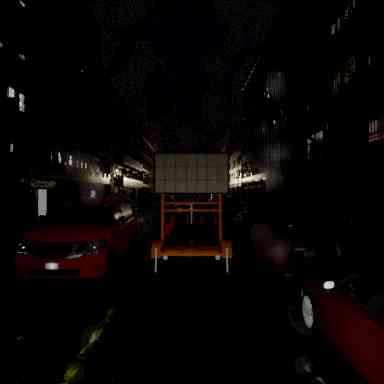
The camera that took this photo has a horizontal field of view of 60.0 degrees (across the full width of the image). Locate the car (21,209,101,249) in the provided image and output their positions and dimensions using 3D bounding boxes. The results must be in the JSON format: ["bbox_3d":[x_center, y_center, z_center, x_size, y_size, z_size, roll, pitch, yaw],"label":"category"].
[{"bbox_3d":[-5.711,1.565,15.152,1.947,1.339,4.313,0,0,0],"label":"car"}]

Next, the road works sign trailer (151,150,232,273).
[{"bbox_3d":[-0.015,0.464,10.654,2.380,3.560,2.880,0,0,0],"label":"road works sign trailer"}]

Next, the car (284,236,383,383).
[{"bbox_3d":[2.687,1.545,3.889,1.887,1.381,4.507,0,0,0],"label":"car"}]

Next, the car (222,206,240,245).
[{"bbox_3d":[2.670,1.550,15.161,2.008,1.369,4.403,0,0,0],"label":"car"}]

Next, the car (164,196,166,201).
[{"bbox_3d":[-5.771,1.570,54.608,1.802,1.307,4.206,0,0,0],"label":"car"}]

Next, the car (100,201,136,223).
[{"bbox_3d":[-5.728,1.523,26.255,1.752,1.417,4.829,0,0,0],"label":"car"}]

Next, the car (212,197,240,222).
[{"bbox_3d":[2.654,1.312,26.435,2.192,1.841,5.009,0,0,0],"label":"car"}]

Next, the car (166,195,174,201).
[{"bbox_3d":[-5.821,1.516,88.427,1.887,1.381,4.507,0,0,0],"label":"car"}]

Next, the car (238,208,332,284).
[{"bbox_3d":[2.679,1.440,9.526,1.967,1.590,4.097,0,0,0],"label":"car"}]

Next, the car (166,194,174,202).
[{"bbox_3d":[-5.803,1.292,77.154,2.192,1.841,5.009,0,0,0],"label":"car"}]

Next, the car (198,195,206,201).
[{"bbox_3d":[2.559,1.516,88.435,1.887,1.381,4.507,0,0,0],"label":"car"}]

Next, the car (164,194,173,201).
[{"bbox_3d":[-5.813,1.414,82.789,1.967,1.590,4.097,0,0,0],"label":"car"}]

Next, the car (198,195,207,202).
[{"bbox_3d":[2.576,1.503,77.332,1.752,1.417,4.829,0,0,0],"label":"car"}]

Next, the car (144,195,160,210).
[{"bbox_3d":[-5.753,1.432,43.335,1.967,1.590,4.097,0,0,0],"label":"car"}]

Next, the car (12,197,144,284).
[{"bbox_3d":[-3.010,1.217,9.930,2.150,2.045,5.566,0,1,0],"label":"car"}]
